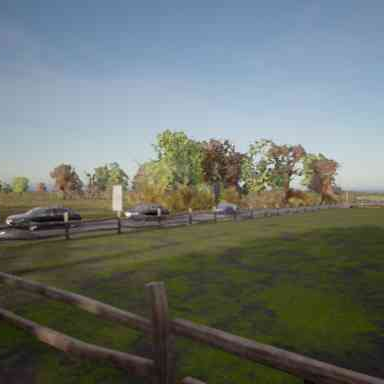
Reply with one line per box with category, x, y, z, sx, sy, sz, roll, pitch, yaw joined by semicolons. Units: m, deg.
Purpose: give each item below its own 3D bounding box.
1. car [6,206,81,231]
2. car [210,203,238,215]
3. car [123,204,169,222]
car;-9.929;1.737;22.554;1.837;1.490;4.892;1;0;35
car;4.156;2.104;42.210;1.812;1.442;4.674;1;0;36
car;-4.140;1.866;30.674;2.128;1.511;4.902;1;0;36
